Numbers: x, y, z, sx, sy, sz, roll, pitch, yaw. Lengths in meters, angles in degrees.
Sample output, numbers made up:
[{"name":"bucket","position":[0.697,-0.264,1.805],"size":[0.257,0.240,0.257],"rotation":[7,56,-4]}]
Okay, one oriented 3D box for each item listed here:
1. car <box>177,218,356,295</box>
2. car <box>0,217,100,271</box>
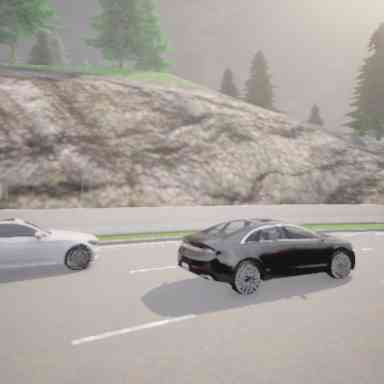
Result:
[{"name":"car","position":[2.020,1.436,8.458],"size":[4.902,1.511,2.128],"rotation":[0,0,-27]},{"name":"car","position":[-4.849,1.409,8.868],"size":[4.674,1.442,1.812],"rotation":[0,0,-34]}]
